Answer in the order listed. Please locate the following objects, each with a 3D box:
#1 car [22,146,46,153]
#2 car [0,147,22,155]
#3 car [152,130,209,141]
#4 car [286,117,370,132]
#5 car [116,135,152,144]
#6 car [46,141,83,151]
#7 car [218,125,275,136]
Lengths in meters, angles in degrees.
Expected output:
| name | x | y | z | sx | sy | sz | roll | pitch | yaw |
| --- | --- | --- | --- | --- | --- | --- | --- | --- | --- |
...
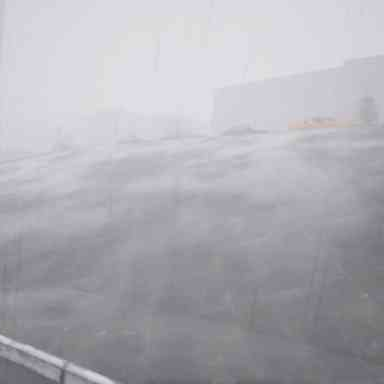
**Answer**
| name | x | y | z | sx | sy | sz | roll | pitch | yaw |
| --- | --- | --- | --- | --- | --- | --- | --- | --- | --- |
| car | -18.255 | -4.855 | 40.492 | 4.674 | 1.452 | 2.002 | 2 | 1 | 36 |
| car | -22.835 | -5.157 | 43.836 | 4.553 | 1.767 | 2.185 | 2 | 1 | 36 |
| car | -0.525 | -4.350 | 27.553 | 4.892 | 1.521 | 2.231 | 2 | 1 | 36 |
| car | 8.630 | -4.015 | 21.293 | 5.008 | 1.535 | 2.097 | 2 | 1 | 34 |
| car | -4.986 | -4.497 | 30.801 | 4.892 | 1.521 | 2.231 | 2 | 1 | 36 |
| car | -13.817 | -4.889 | 37.250 | 4.553 | 1.767 | 2.185 | 2 | 1 | 36 |
| car | 4.018 | -4.145 | 24.375 | 4.674 | 1.452 | 2.002 | 2 | 1 | 35 |
